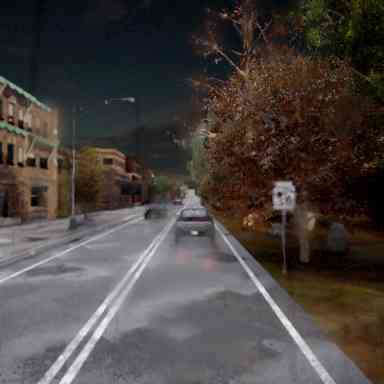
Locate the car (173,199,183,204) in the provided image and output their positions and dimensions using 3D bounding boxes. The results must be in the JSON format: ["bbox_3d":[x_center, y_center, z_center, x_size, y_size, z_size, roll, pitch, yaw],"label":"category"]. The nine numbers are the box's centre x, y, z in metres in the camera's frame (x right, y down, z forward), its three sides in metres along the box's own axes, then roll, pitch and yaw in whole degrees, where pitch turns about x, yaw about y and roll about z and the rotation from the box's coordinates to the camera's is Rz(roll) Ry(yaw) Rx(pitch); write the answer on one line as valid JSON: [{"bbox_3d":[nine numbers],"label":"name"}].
[{"bbox_3d":[-3.051,2.145,71.508,1.882,1.535,5.008,0,-1,0],"label":"car"}]

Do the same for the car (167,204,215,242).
[{"bbox_3d":[0.116,1.568,16.762,2.128,1.511,4.902,0,0,0],"label":"car"}]

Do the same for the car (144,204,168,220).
[{"bbox_3d":[-3.295,1.833,31.005,1.895,1.301,4.718,0,-1,0],"label":"car"}]
